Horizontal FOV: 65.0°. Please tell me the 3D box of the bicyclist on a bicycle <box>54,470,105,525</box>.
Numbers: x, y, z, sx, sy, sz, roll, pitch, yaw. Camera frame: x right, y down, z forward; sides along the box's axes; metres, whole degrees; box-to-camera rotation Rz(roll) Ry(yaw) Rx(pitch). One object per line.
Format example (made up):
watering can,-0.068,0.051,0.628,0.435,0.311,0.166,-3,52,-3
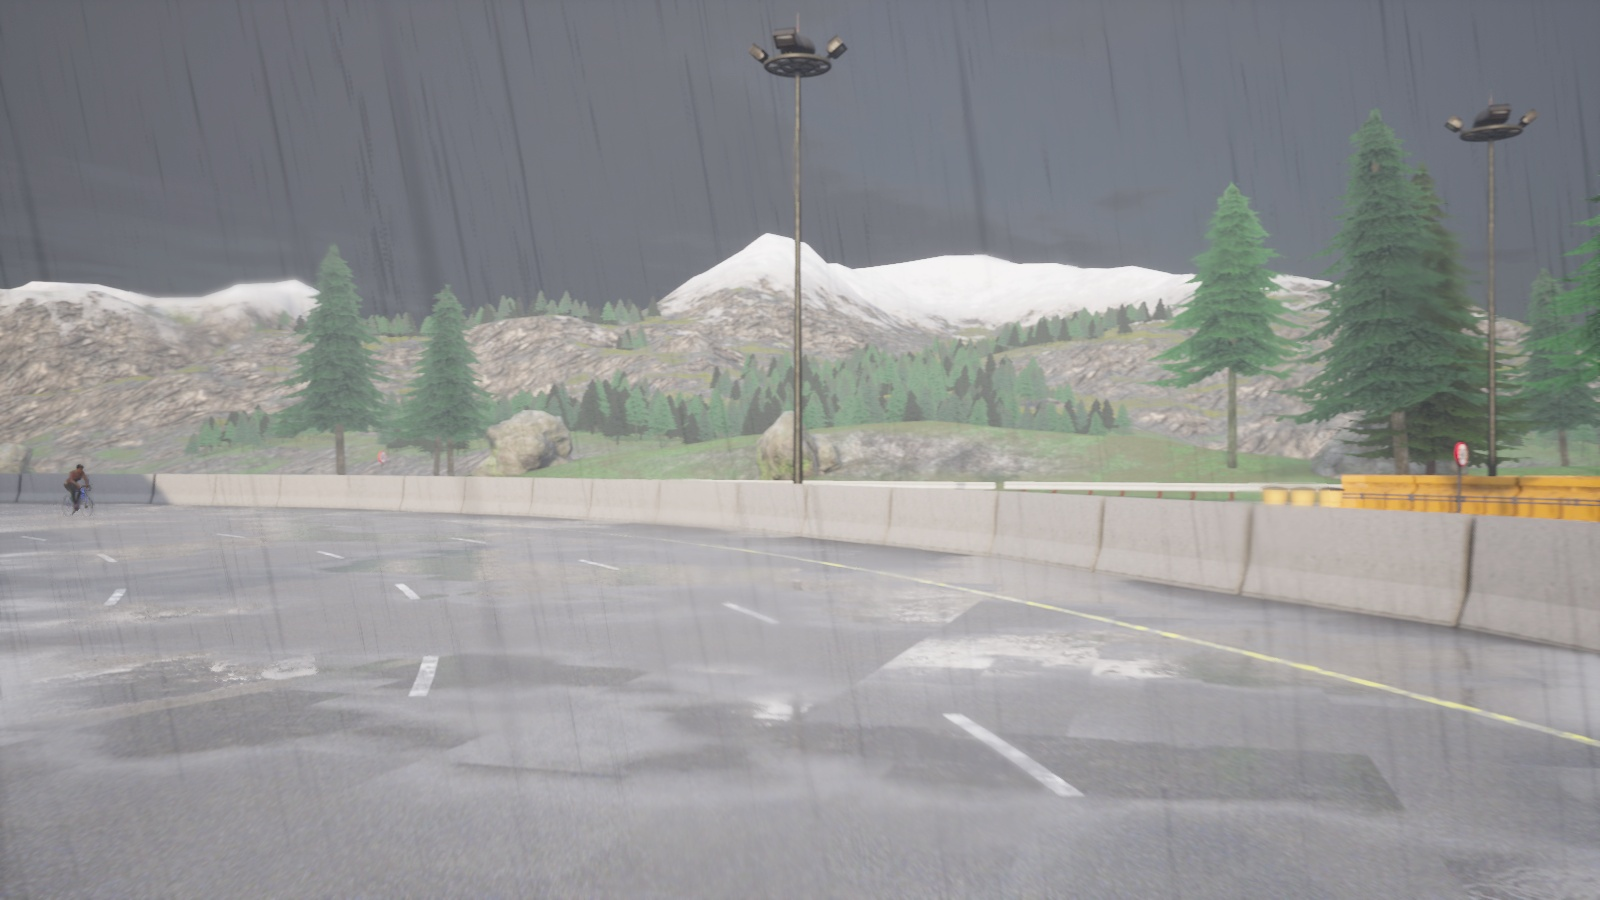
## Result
bicyclist on a bicycle,-22.012,1.436,38.363,1.656,1.620,0.582,-1,1,31
